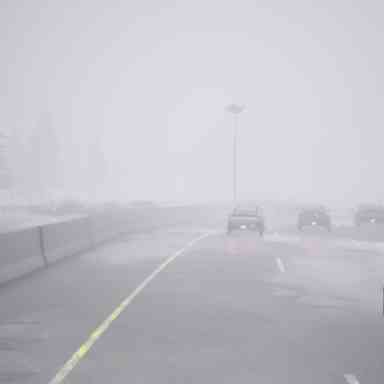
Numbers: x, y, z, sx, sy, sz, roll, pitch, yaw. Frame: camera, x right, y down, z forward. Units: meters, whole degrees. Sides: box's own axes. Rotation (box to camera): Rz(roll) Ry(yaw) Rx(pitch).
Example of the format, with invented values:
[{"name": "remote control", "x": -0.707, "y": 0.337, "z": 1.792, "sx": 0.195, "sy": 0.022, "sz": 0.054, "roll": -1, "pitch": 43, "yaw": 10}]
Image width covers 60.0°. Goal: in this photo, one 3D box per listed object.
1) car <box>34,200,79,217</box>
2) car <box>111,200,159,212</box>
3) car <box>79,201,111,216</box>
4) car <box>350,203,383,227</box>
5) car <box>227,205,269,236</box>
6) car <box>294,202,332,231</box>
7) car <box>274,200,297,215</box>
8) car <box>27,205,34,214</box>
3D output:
[{"name": "car", "x": -11.452, "y": 1.422, "z": 30.061, "sx": 1.812, "sy": 1.442, "sz": 4.674, "roll": 0, "pitch": 0, "yaw": 22}, {"name": "car", "x": -4.522, "y": 1.436, "z": 28.624, "sx": 1.837, "sy": 1.490, "sz": 4.892, "roll": 0, "pitch": 0, "yaw": 22}, {"name": "car", "x": -7.702, "y": 1.478, "z": 30.001, "sx": 1.994, "sy": 1.385, "sz": 4.181, "roll": 0, "pitch": 0, "yaw": 22}, {"name": "car", "x": 12.187, "y": 1.525, "z": 22.940, "sx": 1.837, "sy": 1.490, "sz": 4.892, "roll": 0, "pitch": 0, "yaw": 23}, {"name": "car", "x": 3.141, "y": 1.476, "z": 18.367, "sx": 2.128, "sy": 1.511, "sz": 4.902, "roll": 0, "pitch": 0, "yaw": 16}, {"name": "car", "x": 7.653, "y": 1.507, "z": 20.951, "sx": 1.837, "sy": 1.490, "sz": 4.892, "roll": 0, "pitch": 0, "yaw": 19}, {"name": "car", "x": 9.984, "y": 1.539, "z": 34.045, "sx": 2.033, "sy": 1.411, "sz": 5.357, "roll": 0, "pitch": 0, "yaw": 31}, {"name": "car", "x": -13.961, "y": 1.480, "z": 33.281, "sx": 1.895, "sy": 1.301, "sz": 4.718, "roll": 0, "pitch": 0, "yaw": 23}]
